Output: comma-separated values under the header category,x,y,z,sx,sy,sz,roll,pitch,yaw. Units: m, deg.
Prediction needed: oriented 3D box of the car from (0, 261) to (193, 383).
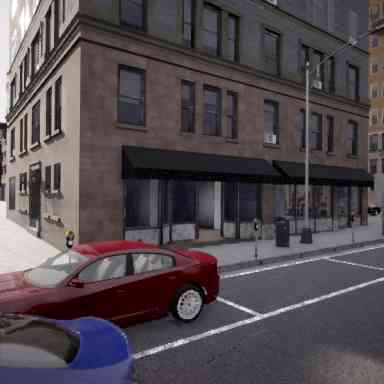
category,x,y,z,sx,sy,sz,roll,pitch,yaw
car,-2.440,1.525,1.638,4.674,1.442,1.812,0,0,-35

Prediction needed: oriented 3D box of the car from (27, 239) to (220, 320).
category,x,y,z,sx,sy,sz,roll,pitch,yaw
car,-1.574,1.545,5.630,4.507,1.381,1.887,0,1,-35

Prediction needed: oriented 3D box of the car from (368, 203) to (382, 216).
category,x,y,z,sx,sy,sz,roll,pitch,yaw
car,14.468,1.443,30.161,1.895,1.301,4.718,1,0,-35

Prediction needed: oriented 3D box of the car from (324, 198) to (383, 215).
category,x,y,z,sx,sy,sz,roll,pitch,yaw
car,16.234,1.411,33.312,2.033,1.411,5.357,1,0,-35
